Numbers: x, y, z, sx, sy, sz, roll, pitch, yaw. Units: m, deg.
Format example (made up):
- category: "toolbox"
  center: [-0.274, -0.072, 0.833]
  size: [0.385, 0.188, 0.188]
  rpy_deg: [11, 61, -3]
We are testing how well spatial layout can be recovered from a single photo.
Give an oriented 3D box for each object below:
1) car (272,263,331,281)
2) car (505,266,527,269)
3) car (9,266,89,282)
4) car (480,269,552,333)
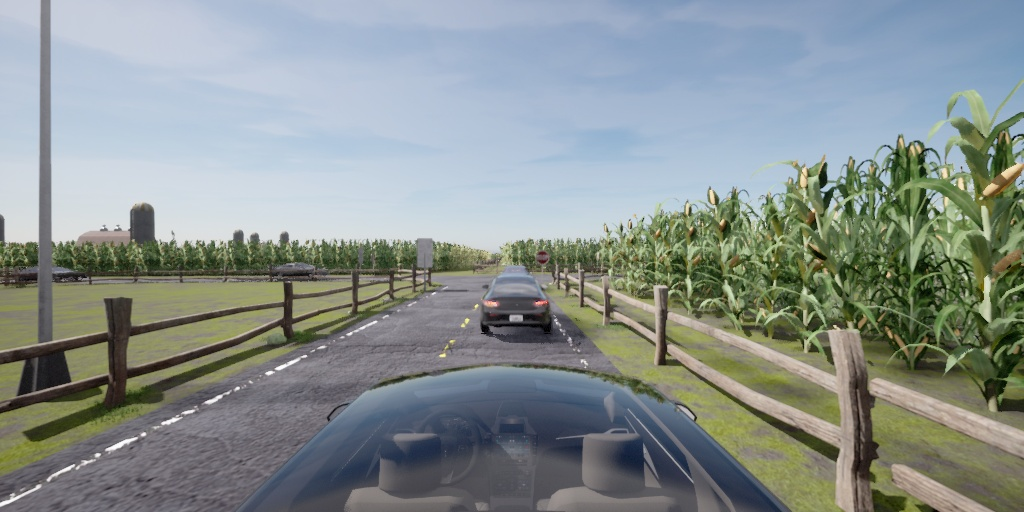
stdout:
- category: "car"
  center: [-18.992, 1.397, 32.368]
  size: [4.902, 1.511, 2.128]
  rpy_deg: [0, 0, 0]
- category: "car"
  center: [0.246, 1.304, 22.148]
  size: [2.033, 1.411, 5.357]
  rpy_deg: [0, 0, 3]
- category: "car"
  center: [-41.739, 1.643, 32.379]
  size: [5.357, 1.411, 2.033]
  rpy_deg: [-1, 0, 0]
- category: "car"
  center: [0.090, 1.278, 10.604]
  size: [1.812, 1.442, 4.674]
  rpy_deg: [0, 0, 0]
